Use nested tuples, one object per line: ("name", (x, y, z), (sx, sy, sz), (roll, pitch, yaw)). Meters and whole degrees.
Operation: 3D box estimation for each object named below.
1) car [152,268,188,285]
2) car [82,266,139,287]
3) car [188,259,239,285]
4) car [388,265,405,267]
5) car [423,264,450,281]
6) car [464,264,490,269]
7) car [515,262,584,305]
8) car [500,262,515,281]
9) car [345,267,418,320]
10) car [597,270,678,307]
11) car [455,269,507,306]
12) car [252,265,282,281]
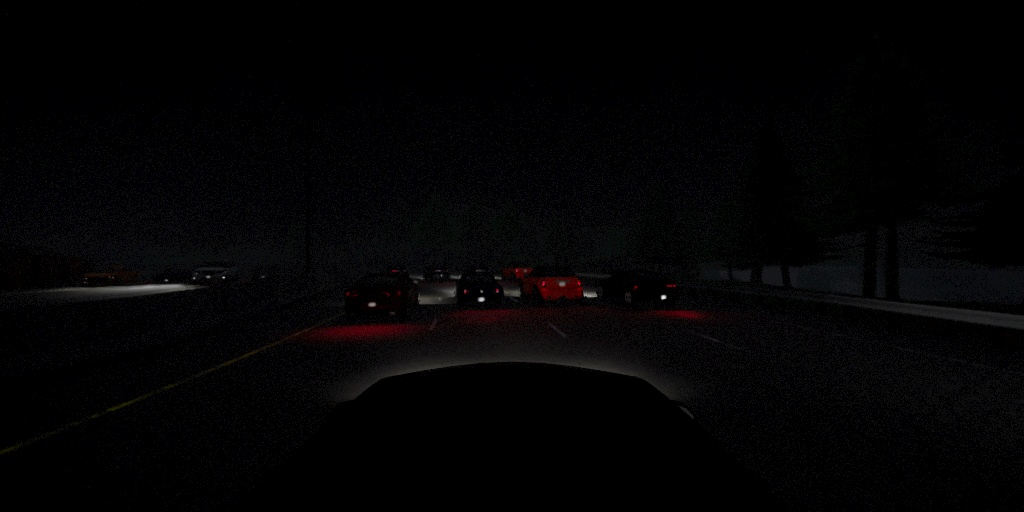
("car", (-29.255, 1.708, 31.132), (1.895, 1.301, 4.718), (0, -1, -30))
("car", (-31.872, 1.573, 28.612), (1.882, 1.535, 5.008), (0, -1, -30))
("car", (-24.862, 1.308, 30.307), (2.150, 2.045, 5.566), (0, -1, -28))
("car", (-11.022, 1.556, 34.074), (2.128, 1.511, 4.902), (0, -1, -25))
("car", (-7.216, 1.542, 34.096), (2.128, 1.511, 4.902), (0, -1, -24))
("car", (-3.407, 1.528, 34.120), (2.128, 1.511, 4.902), (0, -1, -22))
("car", (1.731, 1.227, 17.207), (2.097, 1.767, 4.553), (0, 0, -10))
("car", (0.444, 1.372, 33.868), (2.097, 1.767, 4.553), (0, -1, -21))
("car", (-4.634, 1.343, 13.333), (1.882, 1.535, 5.008), (0, -1, -9))
("car", (5.464, 1.357, 16.242), (1.837, 1.490, 4.892), (0, 0, -9))
("car", (-1.656, 1.484, 16.721), (1.895, 1.301, 4.718), (0, 0, -11))
("car", (-22.036, 1.582, 32.331), (2.128, 1.511, 4.902), (0, -1, -28))
